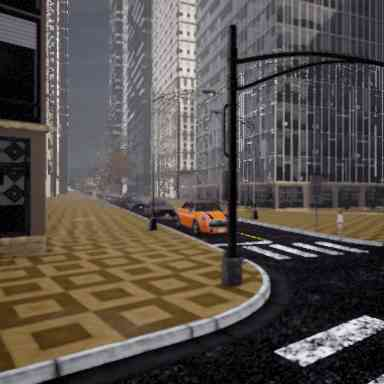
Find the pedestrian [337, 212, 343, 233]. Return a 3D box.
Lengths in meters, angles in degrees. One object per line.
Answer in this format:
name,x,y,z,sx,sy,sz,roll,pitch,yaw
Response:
pedestrian,7.518,1.515,16.852,0.500,1.100,0.500,1,0,-20

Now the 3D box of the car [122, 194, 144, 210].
car,-6.338,1.232,38.119,2.033,1.411,5.357,0,1,-19

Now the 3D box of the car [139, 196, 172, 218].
car,-2.747,1.358,28.113,2.033,1.411,5.357,0,1,-19

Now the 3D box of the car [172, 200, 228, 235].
car,0.691,1.284,18.524,2.097,1.767,4.553,0,1,-20
